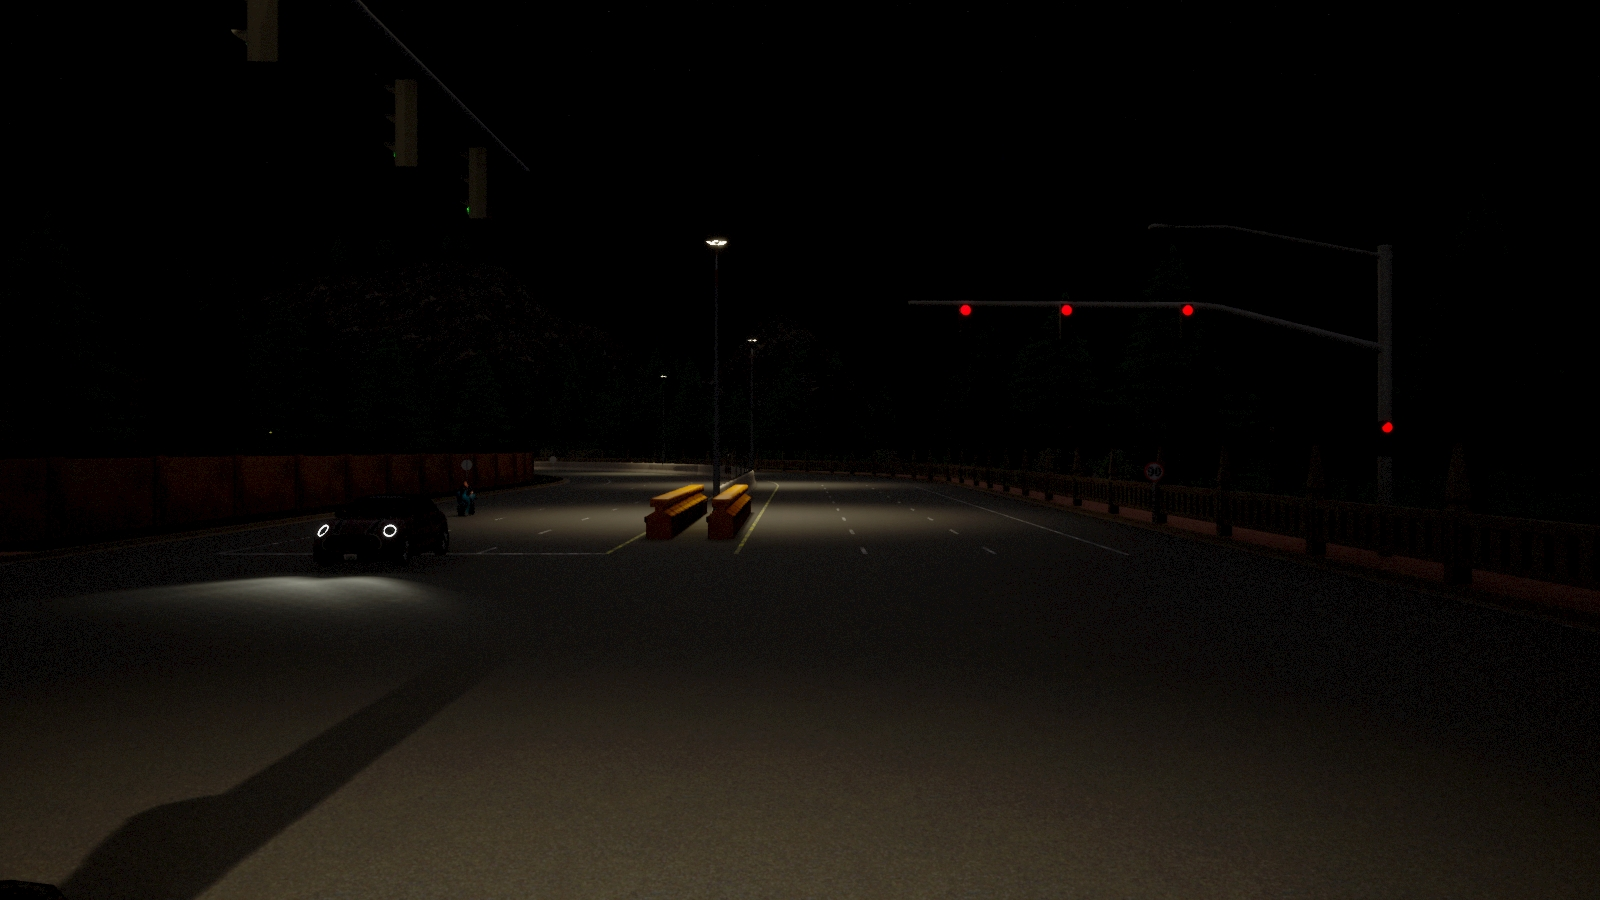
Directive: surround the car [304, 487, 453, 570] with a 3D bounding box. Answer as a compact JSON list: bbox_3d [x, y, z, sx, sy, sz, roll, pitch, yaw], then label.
[{"bbox_3d":[-10.504,1.906,28.861,2.097,1.767,4.553,0,0,0],"label":"car"}]
